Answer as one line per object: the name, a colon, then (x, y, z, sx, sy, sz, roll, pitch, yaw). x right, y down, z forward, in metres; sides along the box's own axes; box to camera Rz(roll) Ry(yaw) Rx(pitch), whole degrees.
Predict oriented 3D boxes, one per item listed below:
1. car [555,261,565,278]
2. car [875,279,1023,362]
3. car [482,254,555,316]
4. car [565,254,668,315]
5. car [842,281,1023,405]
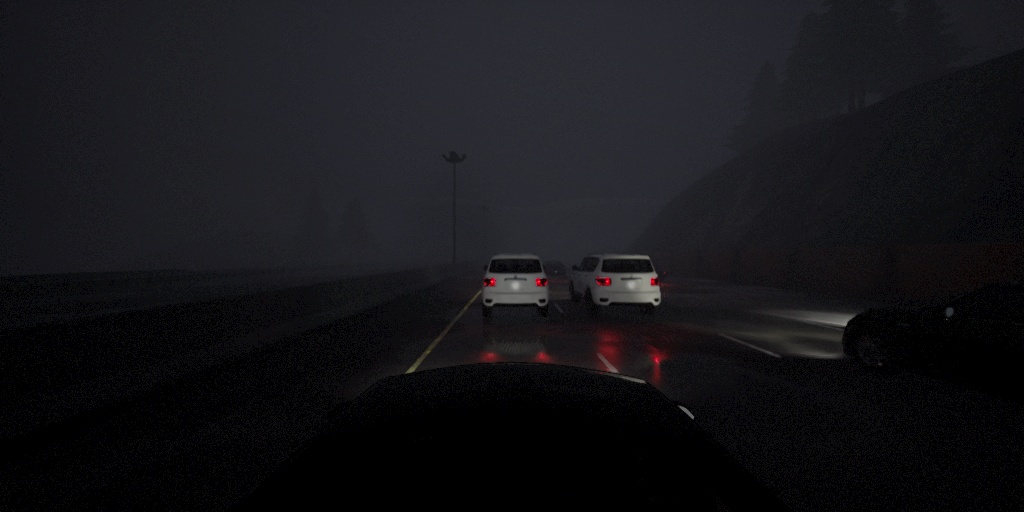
car: (3.617, 1.130, 31.970, 1.882, 1.535, 5.008, 0, 0, 0)
car: (10.604, 1.295, 7.401, 1.994, 1.385, 4.181, 0, 0, 0)
car: (0.107, 0.934, 13.300, 2.150, 2.045, 5.566, 0, 0, 0)
car: (3.607, 0.933, 13.512, 2.150, 2.045, 5.566, 0, 0, 0)
car: (7.102, 1.092, 4.656, 2.097, 1.767, 4.553, 0, 0, 0)
